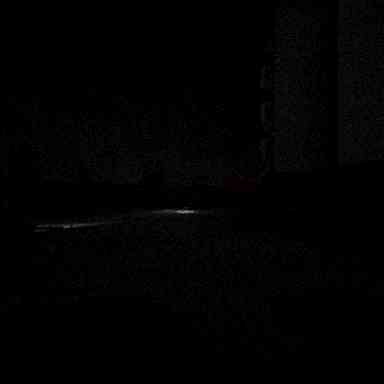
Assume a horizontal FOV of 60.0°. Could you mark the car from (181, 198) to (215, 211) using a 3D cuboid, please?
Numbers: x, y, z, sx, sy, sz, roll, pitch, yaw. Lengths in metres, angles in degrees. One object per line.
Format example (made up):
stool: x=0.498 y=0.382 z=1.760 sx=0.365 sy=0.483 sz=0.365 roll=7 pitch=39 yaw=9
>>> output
car: x=0.860 y=1.497 z=40.963 sx=2.033 sy=1.411 sz=5.357 roll=0 pitch=0 yaw=36
